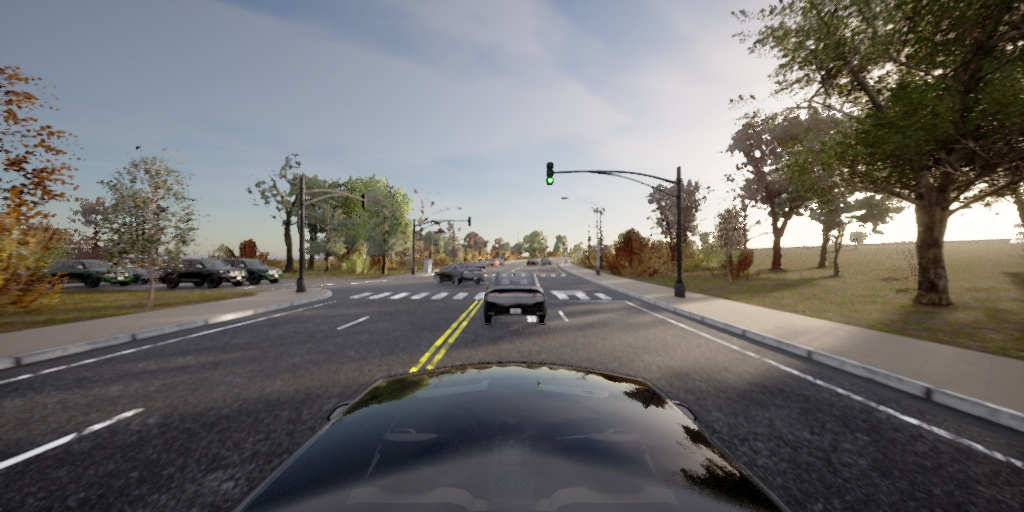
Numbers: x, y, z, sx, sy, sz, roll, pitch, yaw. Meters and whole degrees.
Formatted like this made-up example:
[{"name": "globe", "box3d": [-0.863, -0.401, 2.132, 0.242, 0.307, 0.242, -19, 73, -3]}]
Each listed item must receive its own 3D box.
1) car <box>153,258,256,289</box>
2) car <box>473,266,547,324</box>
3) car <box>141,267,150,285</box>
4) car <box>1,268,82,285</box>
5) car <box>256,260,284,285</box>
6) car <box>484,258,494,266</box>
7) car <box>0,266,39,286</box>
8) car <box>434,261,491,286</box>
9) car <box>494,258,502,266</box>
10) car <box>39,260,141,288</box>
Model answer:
[{"name": "car", "box3d": [-21.526, 1.183, 25.163, 5.566, 2.045, 2.150, -1, -1, 9]}, {"name": "car", "box3d": [0.078, 1.270, 12.080, 2.128, 1.511, 4.902, 0, 0, 0]}, {"name": "car", "box3d": [-31.314, 1.656, 30.056, 5.357, 1.411, 2.033, -1, -1, 10]}, {"name": "car", "box3d": [-41.559, 1.760, 31.739, 5.357, 1.411, 2.033, -1, -1, 9]}, {"name": "car", "box3d": [-21.089, 1.221, 28.385, 5.566, 2.045, 2.150, -1, -1, 9]}, {"name": "car", "box3d": [-4.458, 1.381, 54.641, 2.033, 1.411, 5.357, 0, 0, 5]}, {"name": "car", "box3d": [-40.927, 1.517, 28.345, 4.553, 1.767, 2.097, -1, -1, 9]}, {"name": "car", "box3d": [-3.925, 1.314, 25.799, 2.128, 1.511, 4.902, 1, -1, -37]}, {"name": "car", "box3d": [-3.594, 1.187, 64.353, 2.097, 1.767, 4.553, 0, 0, 5]}, {"name": "car", "box3d": [-31.461, 1.289, 26.790, 5.566, 2.045, 2.150, -1, -1, 9]}]
